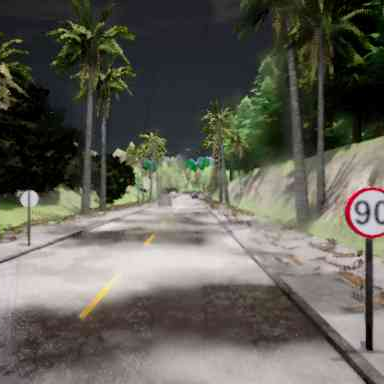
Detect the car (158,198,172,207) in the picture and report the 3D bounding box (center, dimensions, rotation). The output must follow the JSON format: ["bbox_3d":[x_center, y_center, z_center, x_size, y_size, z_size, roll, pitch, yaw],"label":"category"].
[{"bbox_3d":[-4.084,1.595,51.343,1.994,1.385,4.181,0,0,0],"label":"car"}]
